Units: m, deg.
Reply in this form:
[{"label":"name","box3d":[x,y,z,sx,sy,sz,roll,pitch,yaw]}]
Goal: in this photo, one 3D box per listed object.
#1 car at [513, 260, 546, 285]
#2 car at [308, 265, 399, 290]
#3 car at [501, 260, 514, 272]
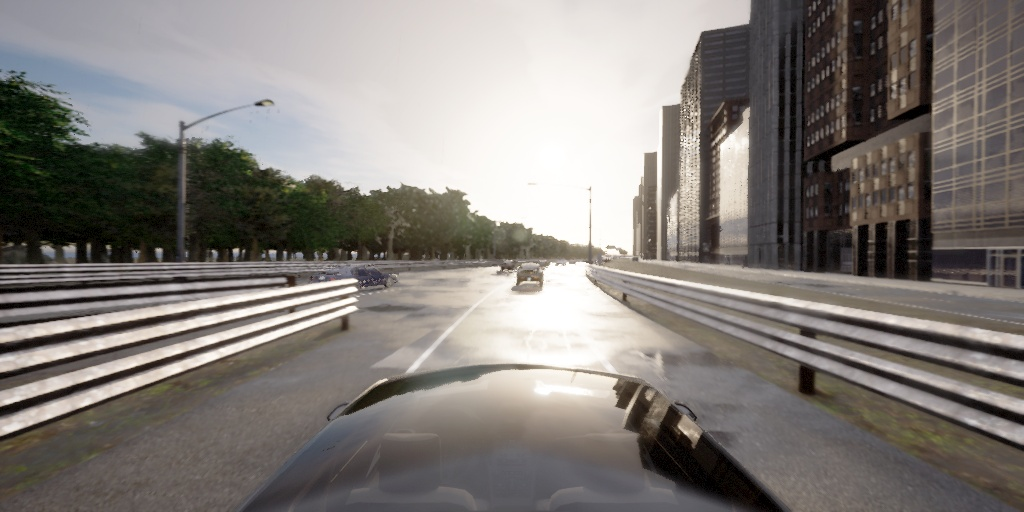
[{"label":"car","box3d":[1.381,1.297,26.281,1.837,1.490,4.892,0,0,6]},{"label":"car","box3d":[-8.565,1.193,19.926,2.033,1.411,5.357,0,0,17]},{"label":"car","box3d":[-0.103,1.322,48.367,1.837,1.490,4.892,0,0,17]}]
